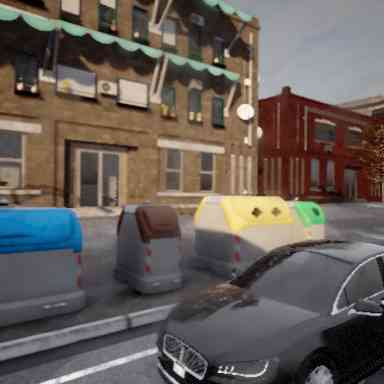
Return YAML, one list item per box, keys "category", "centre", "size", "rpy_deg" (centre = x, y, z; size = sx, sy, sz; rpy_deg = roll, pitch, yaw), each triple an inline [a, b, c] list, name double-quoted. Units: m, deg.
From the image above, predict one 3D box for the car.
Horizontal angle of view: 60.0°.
- category: "car"
  centre: [1.850, 1.513, 4.697]
  size: [4.892, 1.490, 1.837]
  rpy_deg: [0, 0, -36]
